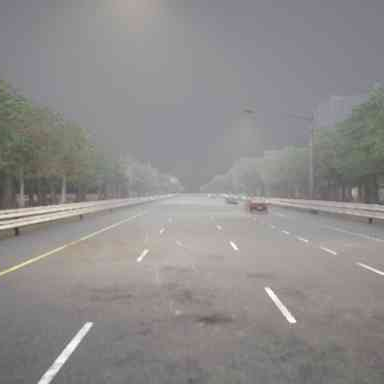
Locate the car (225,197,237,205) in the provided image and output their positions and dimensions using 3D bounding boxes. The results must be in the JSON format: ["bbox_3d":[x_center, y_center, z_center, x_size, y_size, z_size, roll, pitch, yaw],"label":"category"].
[{"bbox_3d":[7.008,1.581,60.176,2.033,1.411,5.357,0,0,0],"label":"car"}]

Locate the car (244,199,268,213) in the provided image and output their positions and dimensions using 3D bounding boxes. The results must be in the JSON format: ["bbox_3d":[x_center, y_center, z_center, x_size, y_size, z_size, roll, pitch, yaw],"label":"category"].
[{"bbox_3d":[6.998,1.488,36.808,1.882,1.535,5.008,0,0,0],"label":"car"}]
